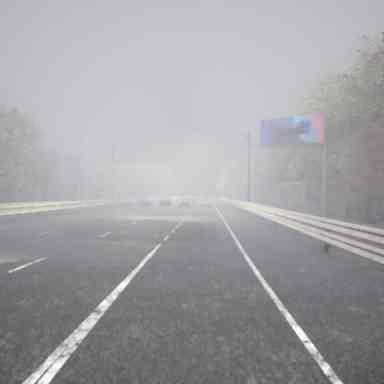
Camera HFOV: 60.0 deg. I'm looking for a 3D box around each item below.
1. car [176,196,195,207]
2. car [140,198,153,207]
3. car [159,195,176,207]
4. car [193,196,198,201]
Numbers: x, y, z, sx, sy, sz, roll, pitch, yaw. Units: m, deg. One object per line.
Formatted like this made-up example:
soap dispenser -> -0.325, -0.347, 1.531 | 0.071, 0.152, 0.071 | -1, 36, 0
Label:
car -> -1.071, 1.934, 58.529 | 2.033, 1.411, 5.357 | 1, 0, 3
car -> -8.056, 1.853, 59.012 | 1.812, 1.442, 4.674 | 1, 0, 3
car -> -4.564, 1.835, 58.796 | 1.882, 1.535, 5.008 | 1, 0, 3
car -> -0.324, 2.075, 74.225 | 1.994, 1.385, 4.181 | 1, -1, 3
